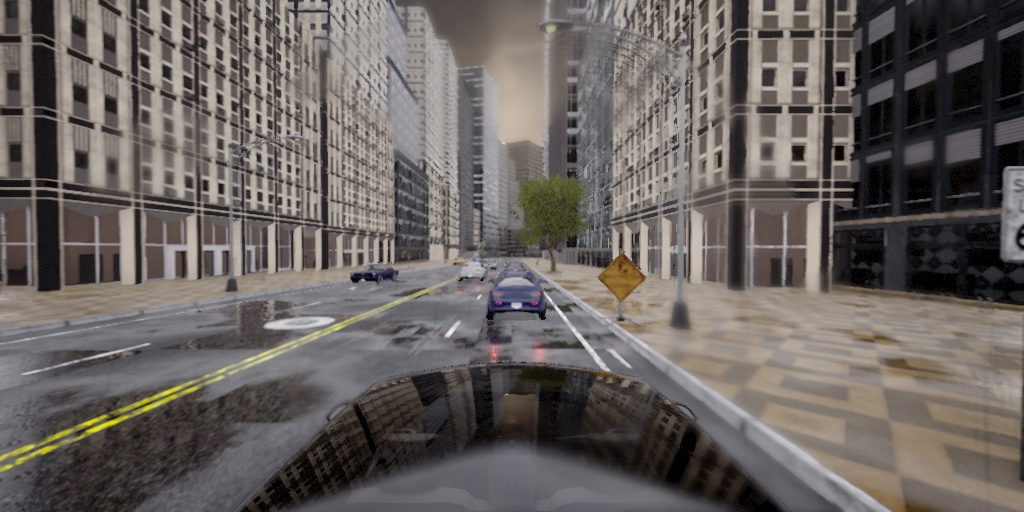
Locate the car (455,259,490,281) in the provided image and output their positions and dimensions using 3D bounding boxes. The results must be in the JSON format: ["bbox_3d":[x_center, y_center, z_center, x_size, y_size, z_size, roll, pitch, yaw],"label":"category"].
[{"bbox_3d":[-3.018,1.191,28.282,1.812,1.442,4.674,0,0,0],"label":"car"}]

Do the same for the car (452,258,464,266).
[{"bbox_3d":[-9.458,1.033,63.876,1.882,1.535,5.008,0,0,1],"label":"car"}]

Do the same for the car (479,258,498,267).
[{"bbox_3d":[-2.917,1.209,47.861,1.895,1.301,4.718,0,0,0],"label":"car"}]

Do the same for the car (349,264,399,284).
[{"bbox_3d":[-9.693,1.261,25.569,1.895,1.301,4.718,0,0,1],"label":"car"}]

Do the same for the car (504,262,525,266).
[{"bbox_3d":[0.256,1.224,32.561,1.994,1.385,4.181,0,0,0],"label":"car"}]

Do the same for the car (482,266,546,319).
[{"bbox_3d":[0.148,1.244,12.595,1.812,1.442,4.674,0,0,0],"label":"car"}]

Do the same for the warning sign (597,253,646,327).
[{"bbox_3d":[2.883,0.848,9.556,1.300,1.860,1.060,0,0,0],"label":"warning sign"}]
